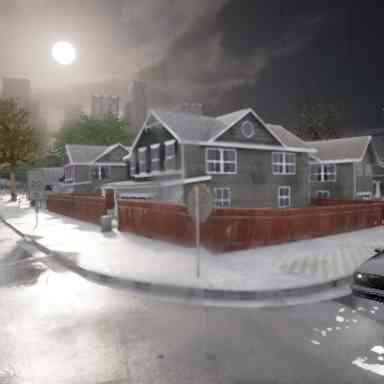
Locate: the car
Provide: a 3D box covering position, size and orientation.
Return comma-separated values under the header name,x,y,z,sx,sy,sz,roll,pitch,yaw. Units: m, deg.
name,x,y,z,sx,sy,sz,roll,pitch,yaw
car,5.620,1.546,7.510,5.357,1.411,2.033,0,0,-40
